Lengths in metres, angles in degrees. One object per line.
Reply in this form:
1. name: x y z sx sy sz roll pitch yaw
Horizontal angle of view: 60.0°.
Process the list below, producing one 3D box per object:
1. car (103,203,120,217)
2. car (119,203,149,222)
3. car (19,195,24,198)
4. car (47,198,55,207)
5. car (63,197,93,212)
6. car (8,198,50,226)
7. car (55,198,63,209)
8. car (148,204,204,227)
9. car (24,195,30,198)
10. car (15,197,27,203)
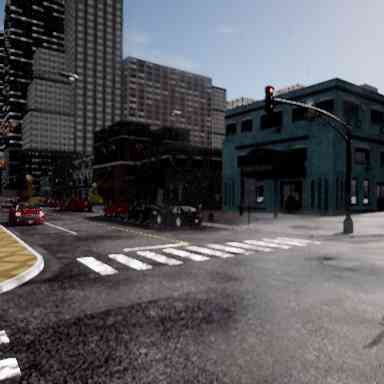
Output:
1. car: -7.184 1.709 32.135 1.802 1.307 4.206 0 0 -35
2. car: -4.061 1.667 27.632 1.947 1.339 4.313 0 0 -35
3. car: -39.560 1.710 78.612 2.192 1.841 5.009 0 0 -35
4. car: -23.747 1.702 55.801 1.967 1.590 4.097 0 0 -35
5. car: -14.191 1.499 42.165 2.192 1.841 5.009 0 0 -35
6. car: -11.764 1.469 23.581 1.967 1.590 4.097 0 0 -35
7. car: -17.381 1.649 46.708 1.967 1.590 4.097 0 0 -35
8. car: -0.938 1.627 23.126 2.008 1.369 4.403 0 0 -35
9. car: -33.332 1.867 69.626 1.752 1.417 4.829 0 0 -35
10. car: -42.723 1.972 83.172 2.008 1.369 4.403 0 0 -35
